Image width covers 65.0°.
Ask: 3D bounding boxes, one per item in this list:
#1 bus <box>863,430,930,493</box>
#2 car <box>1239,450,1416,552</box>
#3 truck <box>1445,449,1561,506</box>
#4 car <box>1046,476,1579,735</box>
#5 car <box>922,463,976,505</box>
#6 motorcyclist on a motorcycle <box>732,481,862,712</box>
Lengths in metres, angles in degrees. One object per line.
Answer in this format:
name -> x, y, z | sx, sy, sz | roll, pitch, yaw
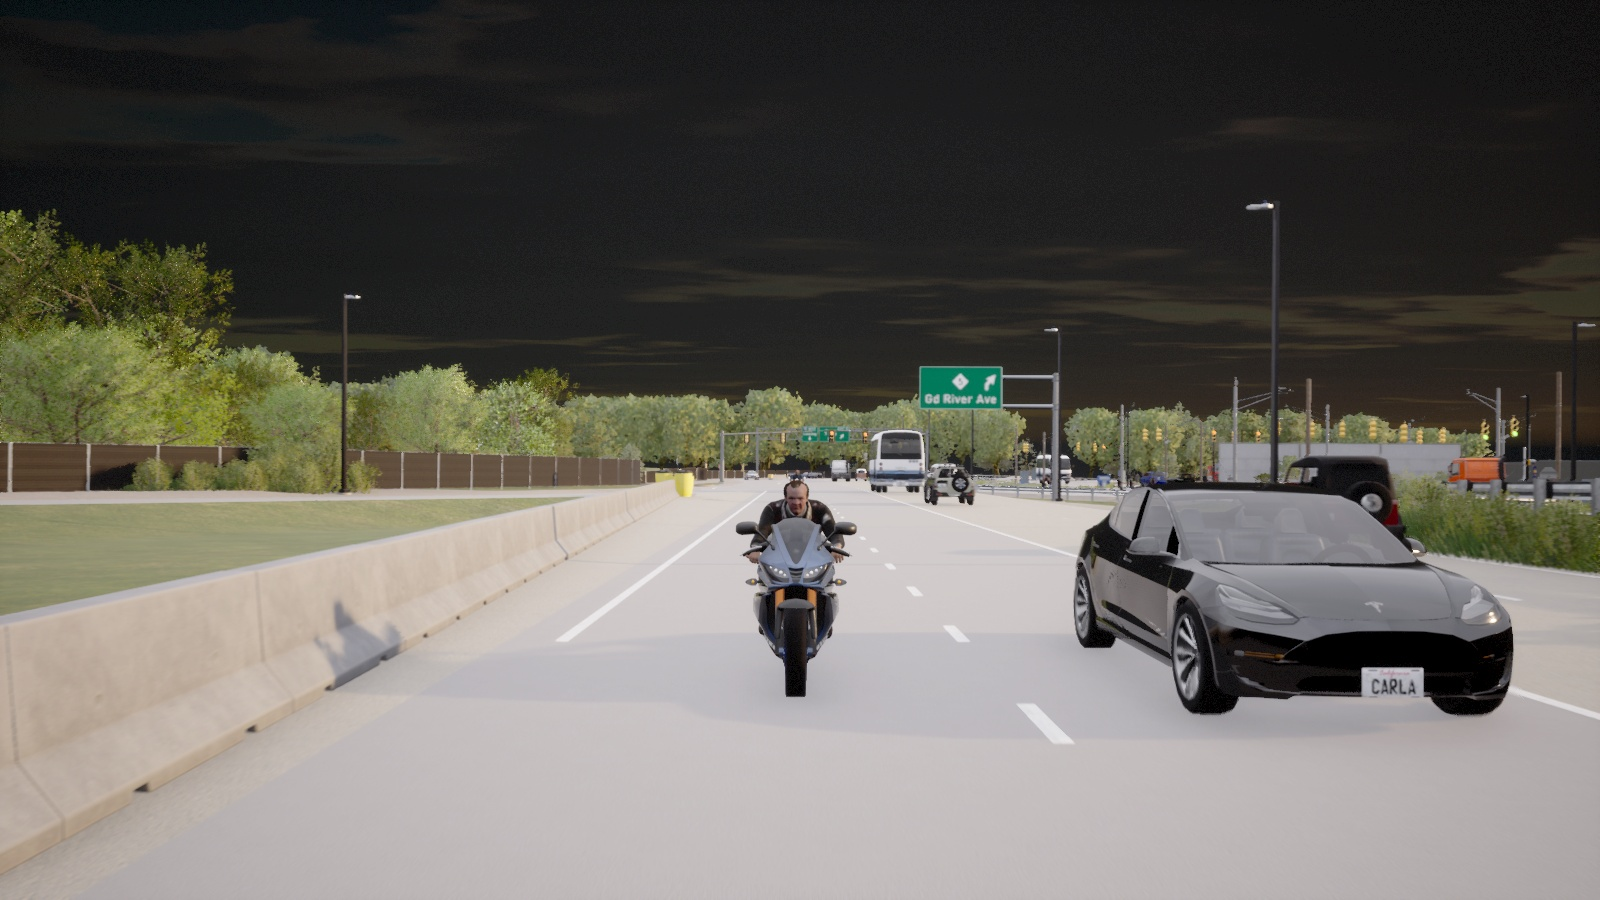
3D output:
bus -> 6.786, 0.833, 90.185 | 3.944, 4.253, 10.273 | 0, -1, 0
car -> 10.441, 0.977, 25.178 | 1.905, 1.878, 3.866 | 0, -1, 0
truck -> 45.104, 1.757, 80.894 | 2.891, 3.462, 7.936 | 0, -1, -1
car -> 3.478, 0.963, 9.765 | 2.163, 1.488, 4.792 | 0, -1, 0
car -> 6.865, 1.538, 58.228 | 1.932, 1.855, 4.605 | 0, -1, 0
motorcyclist on a motorcycle -> -0.022, 1.008, 9.541 | 0.866, 1.530, 2.191 | 0, -1, 0
